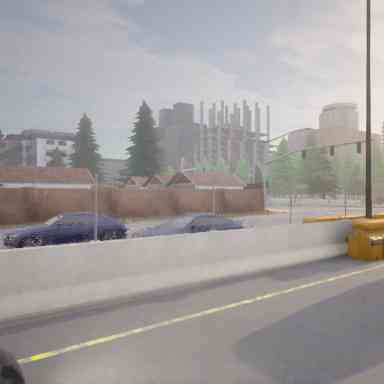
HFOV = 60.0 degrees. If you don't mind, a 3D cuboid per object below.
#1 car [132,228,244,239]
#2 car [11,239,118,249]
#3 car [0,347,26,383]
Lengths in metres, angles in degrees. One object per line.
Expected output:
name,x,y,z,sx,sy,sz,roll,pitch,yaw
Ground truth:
car,0.005,1.526,12.578,4.674,1.442,1.812,0,0,-35
car,-4.935,1.526,13.345,4.674,1.442,1.812,0,0,-36
car,-3.334,1.505,1.373,4.892,1.490,1.837,0,0,-35
